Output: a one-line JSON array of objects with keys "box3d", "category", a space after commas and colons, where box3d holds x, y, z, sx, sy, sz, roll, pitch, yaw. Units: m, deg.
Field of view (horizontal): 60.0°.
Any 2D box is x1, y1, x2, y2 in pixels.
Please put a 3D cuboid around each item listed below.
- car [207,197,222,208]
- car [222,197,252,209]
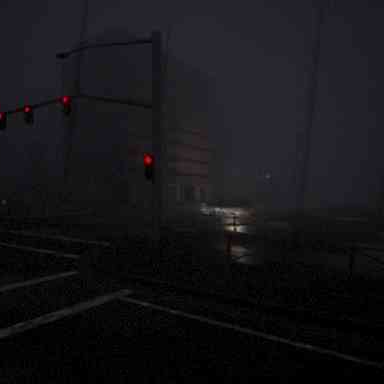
[{"box3d": [3.949, 1.501, 47.840, 1.812, 1.442, 4.674, 0, 0, 34], "category": "car"}, {"box3d": [6.536, 1.456, 45.430, 1.882, 1.535, 5.008, 0, 0, 35], "category": "car"}]
